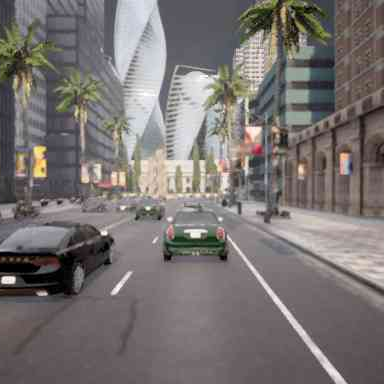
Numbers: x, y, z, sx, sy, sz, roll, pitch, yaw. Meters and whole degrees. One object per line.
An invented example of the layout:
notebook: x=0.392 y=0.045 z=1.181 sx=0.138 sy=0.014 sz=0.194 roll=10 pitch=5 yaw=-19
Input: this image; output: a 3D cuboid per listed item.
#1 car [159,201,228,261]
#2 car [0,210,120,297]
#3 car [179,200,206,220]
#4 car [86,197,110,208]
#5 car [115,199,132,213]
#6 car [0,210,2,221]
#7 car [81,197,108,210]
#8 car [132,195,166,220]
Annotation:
car: x=0.112 y=1.353 z=12.397 sx=2.097 sy=1.767 sz=4.553 roll=0 pitch=0 yaw=0
car: x=-3.398 y=1.479 z=8.666 sx=1.882 sy=1.535 sz=5.008 roll=0 pitch=0 yaw=0
car: x=-0.005 y=1.495 z=28.802 sx=2.128 sy=1.511 sz=4.902 roll=0 pitch=0 yaw=0
car: x=-13.896 y=1.488 z=49.494 sx=2.231 sy=1.521 sz=4.892 roll=0 pitch=0 yaw=-1
car: x=-7.275 y=1.497 z=37.257 sx=2.128 sy=1.511 sz=4.902 roll=0 pitch=0 yaw=0
car: x=-13.607 y=1.357 z=20.121 sx=2.185 sy=1.767 sz=4.553 roll=0 pitch=0 yaw=-1
car: x=-10.773 y=1.510 z=36.931 sx=1.837 sy=1.490 sz=4.892 roll=0 pitch=0 yaw=0
car: x=-3.504 y=1.356 z=28.562 sx=2.097 sy=1.767 sz=4.553 roll=0 pitch=0 yaw=0
